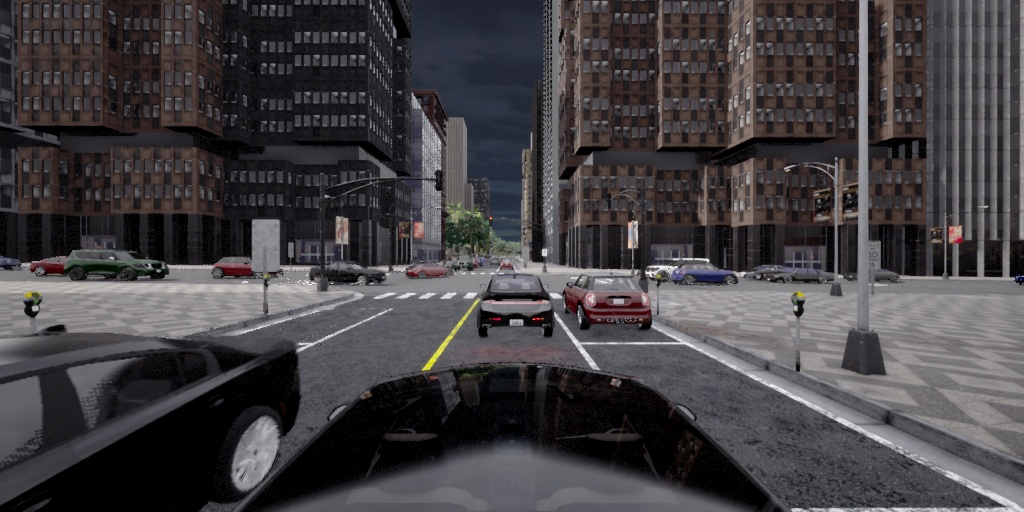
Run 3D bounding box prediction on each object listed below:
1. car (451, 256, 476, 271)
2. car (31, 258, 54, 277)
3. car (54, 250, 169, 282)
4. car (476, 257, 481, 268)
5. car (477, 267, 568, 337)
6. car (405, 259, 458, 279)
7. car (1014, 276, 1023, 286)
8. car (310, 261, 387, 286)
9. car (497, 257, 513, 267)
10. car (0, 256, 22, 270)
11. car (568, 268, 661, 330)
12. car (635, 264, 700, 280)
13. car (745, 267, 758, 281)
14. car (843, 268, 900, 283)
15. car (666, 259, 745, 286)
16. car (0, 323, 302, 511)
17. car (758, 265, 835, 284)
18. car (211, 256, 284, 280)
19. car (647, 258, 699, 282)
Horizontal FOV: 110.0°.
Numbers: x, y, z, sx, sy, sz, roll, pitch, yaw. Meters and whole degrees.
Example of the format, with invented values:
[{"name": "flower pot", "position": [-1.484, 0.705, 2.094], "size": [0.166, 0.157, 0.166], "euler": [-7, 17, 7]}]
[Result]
[{"name": "car", "position": [-6.583, 0.972, 49.348], "size": [2.150, 2.045, 5.566], "euler": [0, 0, 0]}, {"name": "car", "position": [-33.439, 0.783, 27.415], "size": [5.008, 1.535, 1.882], "euler": [1, 0, -1]}, {"name": "car", "position": [-26.622, 0.629, 24.222], "size": [5.566, 2.045, 2.150], "euler": [1, 0, 0]}, {"name": "car", "position": [-6.664, 1.250, 59.338], "size": [1.882, 1.535, 5.008], "euler": [0, 0, 0]}, {"name": "car", "position": [0.077, 1.241, 10.260], "size": [2.128, 1.511, 4.902], "euler": [0, 0, -1]}, {"name": "car", "position": [-7.241, 1.235, 31.552], "size": [1.994, 1.385, 4.181], "euler": [1, 0, 44]}, {"name": "car", "position": [47.514, 2.068, 31.480], "size": [4.718, 1.301, 1.895], "euler": [1, 0, 0]}, {"name": "car", "position": [-10.712, 1.110, 23.560], "size": [5.008, 1.535, 1.882], "euler": [0, 0, 11]}, {"name": "car", "position": [-0.755, 1.197, 52.527], "size": [1.967, 1.591, 4.097], "euler": [0, 0, -1]}, {"name": "car", "position": [-50.202, 0.598, 33.960], "size": [5.357, 1.411, 2.033], "euler": [1, 0, -1]}, {"name": "car", "position": [2.735, 1.189, 11.146], "size": [1.967, 1.591, 4.097], "euler": [0, 0, 0]}, {"name": "car", "position": [14.909, 1.533, 34.523], "size": [5.357, 1.411, 2.033], "euler": [1, 0, 1]}, {"name": "car", "position": [24.708, 1.619, 34.618], "size": [4.902, 1.511, 2.128], "euler": [1, 0, -1]}, {"name": "car", "position": [34.735, 1.838, 34.697], "size": [4.181, 1.385, 1.994], "euler": [1, 0, -1]}, {"name": "car", "position": [14.930, 1.345, 27.833], "size": [4.553, 1.767, 2.097], "euler": [1, 0, 0]}, {"name": "car", "position": [-3.081, 1.227, 1.583], "size": [1.882, 1.535, 5.008], "euler": [0, 0, 0]}, {"name": "car", "position": [25.123, 1.685, 31.370], "size": [5.357, 1.411, 2.033], "euler": [1, 0, 0]}, {"name": "car", "position": [-20.159, 0.846, 27.525], "size": [4.553, 1.767, 2.097], "euler": [1, 0, -1]}, {"name": "car", "position": [14.510, 1.205, 31.259], "size": [5.566, 2.045, 2.150], "euler": [1, 0, 1]}]
